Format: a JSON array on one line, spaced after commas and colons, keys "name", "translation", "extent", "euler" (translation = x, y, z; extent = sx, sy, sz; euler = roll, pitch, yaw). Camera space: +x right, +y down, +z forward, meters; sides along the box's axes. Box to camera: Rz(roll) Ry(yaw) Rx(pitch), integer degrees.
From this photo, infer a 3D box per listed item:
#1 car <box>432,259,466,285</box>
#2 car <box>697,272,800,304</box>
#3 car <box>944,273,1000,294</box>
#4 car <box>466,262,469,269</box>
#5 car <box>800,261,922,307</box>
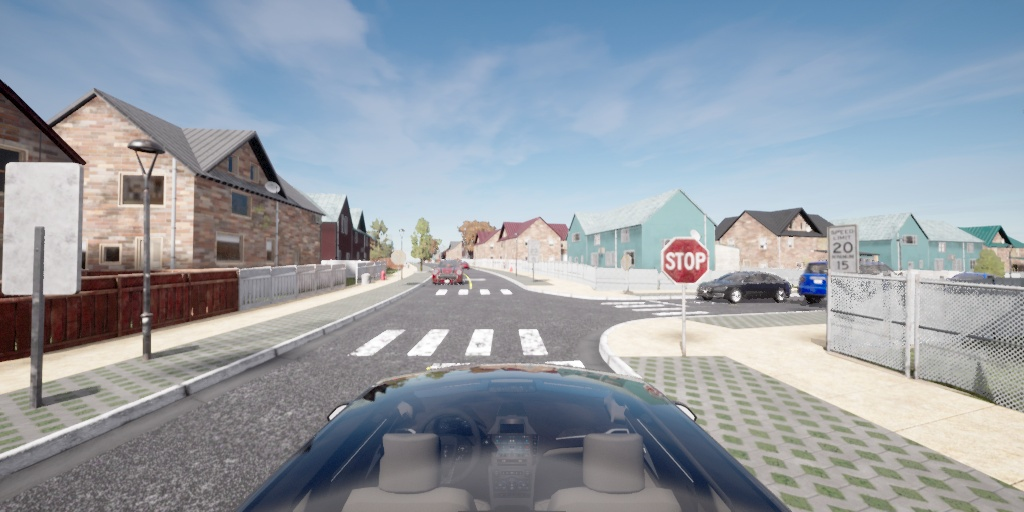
[{"name": "car", "translation": [-4.632, 1.109, 26.161], "extent": [2.097, 1.767, 4.553], "euler": [0, 0, -7]}, {"name": "car", "translation": [11.793, 1.559, 18.291], "extent": [4.892, 1.490, 1.837], "euler": [1, -2, -17]}, {"name": "car", "translation": [32.023, 1.924, 24.896], "extent": [5.008, 1.535, 1.882], "euler": [1, -2, -18]}, {"name": "car", "translation": [-8.025, 1.388, 56.741], "extent": [1.994, 1.385, 4.181], "euler": [0, 0, -16]}, {"name": "car", "translation": [16.110, 1.280, 16.660], "extent": [5.566, 2.045, 2.150], "euler": [1, -1, -17]}]
